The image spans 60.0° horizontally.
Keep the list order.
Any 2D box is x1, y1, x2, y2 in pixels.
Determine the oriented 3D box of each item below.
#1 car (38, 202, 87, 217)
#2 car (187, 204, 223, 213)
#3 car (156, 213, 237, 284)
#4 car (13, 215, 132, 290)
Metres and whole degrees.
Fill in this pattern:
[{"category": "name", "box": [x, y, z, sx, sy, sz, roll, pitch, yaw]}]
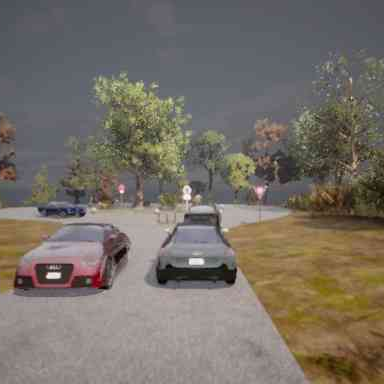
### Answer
[{"category": "car", "box": [-10.866, 1.496, 27.835, 4.718, 1.301, 1.895, 0, 0, 38]}, {"category": "car", "box": [0.686, 1.407, 18.716, 1.882, 1.535, 5.008, 0, 0, 7]}, {"category": "car", "box": [0.121, 1.528, 9.483, 1.994, 1.385, 4.181, 0, 0, 1]}, {"category": "car", "box": [-2.871, 1.530, 8.879, 1.994, 1.385, 4.181, 0, 0, 0]}]
